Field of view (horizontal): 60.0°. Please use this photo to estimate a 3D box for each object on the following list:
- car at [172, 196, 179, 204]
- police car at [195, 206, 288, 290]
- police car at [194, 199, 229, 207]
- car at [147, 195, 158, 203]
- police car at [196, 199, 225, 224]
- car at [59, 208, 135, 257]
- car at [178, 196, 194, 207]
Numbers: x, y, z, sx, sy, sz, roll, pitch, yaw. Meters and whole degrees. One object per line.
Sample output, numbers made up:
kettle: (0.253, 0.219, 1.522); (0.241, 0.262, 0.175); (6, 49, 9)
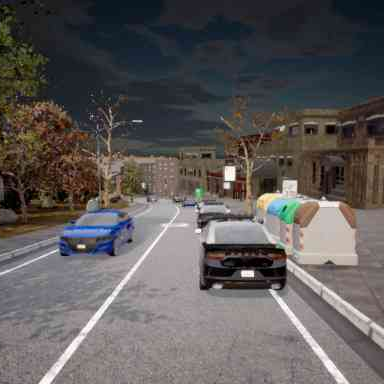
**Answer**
car: (-2.482, 1.470, 61.312); (1.895, 1.301, 4.718); (-1, 0, -12)
police car: (1.125, 1.408, 9.157); (1.930, 1.638, 5.238); (0, 0, 1)
police car: (1.221, 1.389, 19.206); (1.930, 1.638, 5.238); (0, 0, 1)
car: (-8.383, 1.459, 70.321); (2.128, 1.511, 4.902); (-2, 0, -16)
police car: (1.278, 1.377, 25.235); (1.930, 1.638, 5.238); (0, 0, 1)
car: (-3.490, 1.453, 13.039); (1.882, 1.535, 5.008); (0, 0, 1)
car: (-0.437, 1.458, 47.690); (1.994, 1.385, 4.181); (-1, 0, -6)
